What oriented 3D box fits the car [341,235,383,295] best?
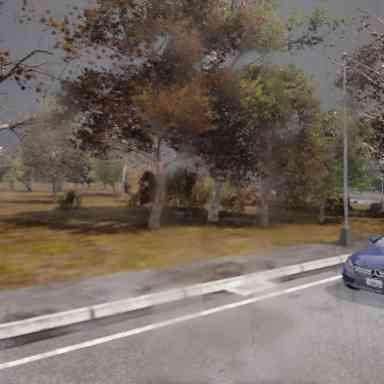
[{"bbox_3d":[5.474,1.517,7.852,4.674,1.442,1.812,0,0,-35],"label":"car"}]
